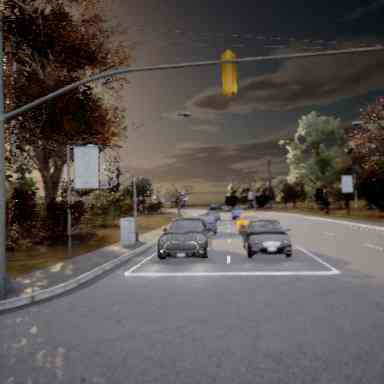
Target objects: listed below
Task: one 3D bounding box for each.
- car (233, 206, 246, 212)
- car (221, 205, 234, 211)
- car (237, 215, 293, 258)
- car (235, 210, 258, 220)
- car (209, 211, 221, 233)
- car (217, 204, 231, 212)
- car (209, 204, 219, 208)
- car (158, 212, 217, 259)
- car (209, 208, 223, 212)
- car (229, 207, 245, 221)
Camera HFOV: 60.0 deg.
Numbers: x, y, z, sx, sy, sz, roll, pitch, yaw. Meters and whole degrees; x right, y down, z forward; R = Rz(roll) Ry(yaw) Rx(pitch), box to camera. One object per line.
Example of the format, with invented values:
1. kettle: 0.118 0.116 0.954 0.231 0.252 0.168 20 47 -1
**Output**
1. car: 11.960 4.385 84.763 1.895 1.301 4.718 -1 -2 -10
2. car: 9.970 4.630 94.849 2.128 1.511 4.902 -1 -2 -14
3. car: 3.375 2.042 15.407 2.128 1.511 4.902 -2 -2 6
4. car: 4.568 2.421 26.041 1.882 1.535 5.008 -2 -2 6
5. car: 1.012 2.519 25.701 1.882 1.535 5.008 -2 -2 6
6. car: 8.486 4.433 84.340 1.994 1.385 4.181 -1 -2 -10
7. car: 6.566 4.399 94.008 2.150 2.045 5.566 -1 -2 -14
8. car: -0.169 2.017 15.527 2.097 1.767 4.553 -2 -2 7
9. car: 3.009 3.322 46.708 1.994 1.385 4.181 -2 -2 4
10. car: 6.399 3.075 45.183 1.882 1.535 5.008 -2 -2 4
